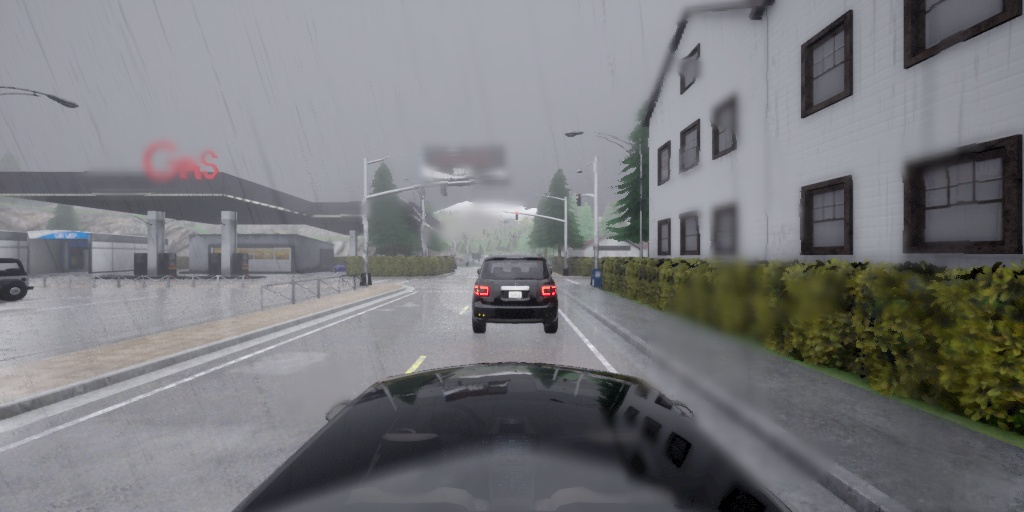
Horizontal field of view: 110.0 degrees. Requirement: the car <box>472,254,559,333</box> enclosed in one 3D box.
[{"bbox_3d":[0.085,0.971,10.829,2.150,2.045,5.566,0,0,0],"label":"car"}]
